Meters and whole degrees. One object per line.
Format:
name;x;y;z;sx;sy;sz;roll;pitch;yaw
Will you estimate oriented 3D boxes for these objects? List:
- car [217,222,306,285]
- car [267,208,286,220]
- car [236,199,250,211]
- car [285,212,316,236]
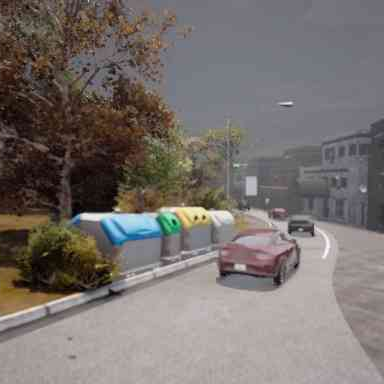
car;2.309;1.902;10.833;1.812;1.442;4.674;1;-2;27
car;11.432;2.886;44.658;1.882;1.535;5.008;0;-1;2
car;9.619;2.448;64.865;2.150;2.045;5.566;0;2;-9
car;8.297;2.417;25.377;1.837;1.490;4.892;1;-1;18
